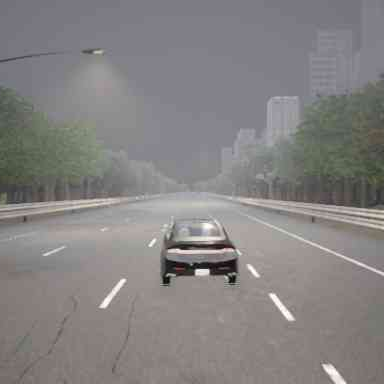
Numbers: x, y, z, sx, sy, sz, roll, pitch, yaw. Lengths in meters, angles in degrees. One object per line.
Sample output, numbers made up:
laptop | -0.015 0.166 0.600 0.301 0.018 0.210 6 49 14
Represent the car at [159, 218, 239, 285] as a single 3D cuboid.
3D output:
car | 0.098 1.492 9.524 2.128 1.511 4.902 0 0 -3
